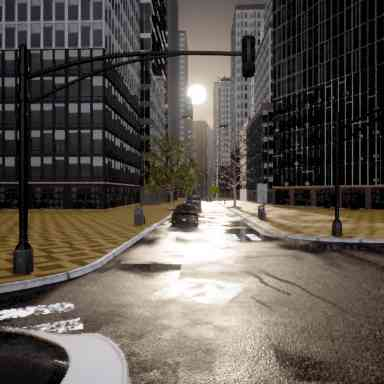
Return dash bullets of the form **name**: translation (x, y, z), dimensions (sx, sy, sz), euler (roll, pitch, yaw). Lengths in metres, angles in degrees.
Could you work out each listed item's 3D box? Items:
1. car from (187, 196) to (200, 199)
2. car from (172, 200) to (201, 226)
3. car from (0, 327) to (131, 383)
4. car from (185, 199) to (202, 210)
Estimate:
- **car**: translation (0.245, 1.554, 46.298), dimensions (2.150, 2.045, 5.566), euler (0, 0, 2)
- **car**: translation (-0.462, 1.654, 25.431), dimensions (1.882, 1.535, 5.008), euler (0, 0, 2)
- **car**: translation (-2.516, 1.533, 1.518), dimensions (4.674, 1.442, 1.812), euler (0, 0, -27)
- **car**: translation (-0.114, 1.777, 35.644), dimensions (1.812, 1.442, 4.674), euler (0, 0, 2)
